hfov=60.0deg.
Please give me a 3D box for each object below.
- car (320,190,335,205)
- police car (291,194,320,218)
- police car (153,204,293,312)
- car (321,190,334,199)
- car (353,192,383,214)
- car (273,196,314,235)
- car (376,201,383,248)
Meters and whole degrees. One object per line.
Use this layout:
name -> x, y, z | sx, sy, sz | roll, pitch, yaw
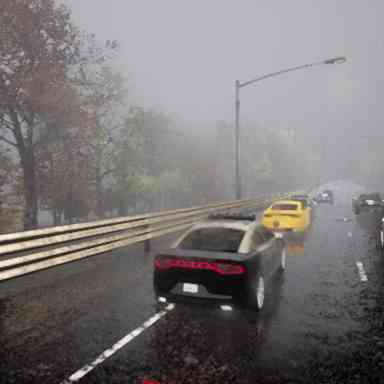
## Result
car -> 16.144, 0.815, 40.397 | 2.033, 1.411, 5.357 | 0, 1, 24
police car -> 7.303, 1.041, 22.495 | 1.930, 1.638, 5.238 | 0, 1, 23
police car -> 0.993, 1.314, 7.788 | 1.930, 1.638, 5.238 | 0, 1, 23
car -> 23.174, 0.391, 56.824 | 1.837, 1.490, 4.892 | 0, 1, 23
car -> 14.255, 0.816, 26.907 | 2.097, 1.767, 4.553 | 0, 1, 23
car -> 4.894, 1.198, 16.879 | 1.882, 1.535, 5.008 | 0, 1, 23
car -> 7.056, 1.253, 10.126 | 1.882, 1.535, 5.008 | 0, 1, 23
